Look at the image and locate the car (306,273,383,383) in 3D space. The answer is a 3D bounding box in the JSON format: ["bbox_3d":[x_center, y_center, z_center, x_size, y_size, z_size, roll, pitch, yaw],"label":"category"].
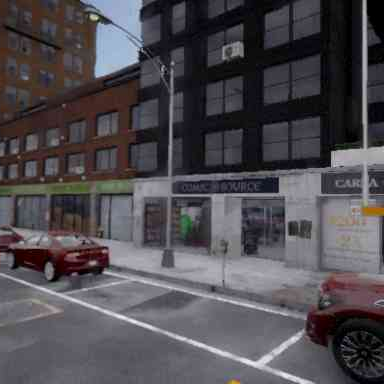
[{"bbox_3d":[4.063,1.593,4.018,5.009,1.841,2.192,-1,-3,40],"label":"car"}]

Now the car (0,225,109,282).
[{"bbox_3d":[-4.641,1.998,11.249,4.507,1.381,1.887,-1,-3,40],"label":"car"}]

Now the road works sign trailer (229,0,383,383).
[{"bbox_3d":[1.520,0.622,2.479,2.880,3.560,2.380,-1,-3,40],"label":"road works sign trailer"}]
